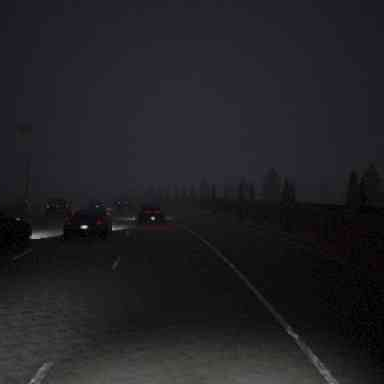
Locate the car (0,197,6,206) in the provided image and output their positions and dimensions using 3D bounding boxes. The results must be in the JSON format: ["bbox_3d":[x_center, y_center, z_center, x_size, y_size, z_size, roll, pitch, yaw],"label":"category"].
[{"bbox_3d":[-29.700,1.441,50.772,2.128,1.511,4.902,0,0,-34],"label":"car"}]

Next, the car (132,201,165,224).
[{"bbox_3d":[-3.077,1.454,24.035,1.837,1.490,4.892,0,0,-13],"label":"car"}]

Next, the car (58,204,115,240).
[{"bbox_3d":[-5.157,1.534,16.820,1.994,1.385,4.181,0,0,-10],"label":"car"}]

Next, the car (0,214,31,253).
[{"bbox_3d":[-8.138,1.548,13.507,1.994,1.385,4.181,0,0,-8],"label":"car"}]

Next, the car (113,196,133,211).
[{"bbox_3d":[-8.166,1.272,39.633,2.097,1.767,4.553,0,0,-21],"label":"car"}]

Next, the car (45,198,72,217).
[{"bbox_3d":[-12.329,1.302,30.891,2.097,1.767,4.553,0,0,-18],"label":"car"}]

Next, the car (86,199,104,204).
[{"bbox_3d":[-10.655,1.497,36.558,1.994,1.385,4.181,0,0,-21],"label":"car"}]
